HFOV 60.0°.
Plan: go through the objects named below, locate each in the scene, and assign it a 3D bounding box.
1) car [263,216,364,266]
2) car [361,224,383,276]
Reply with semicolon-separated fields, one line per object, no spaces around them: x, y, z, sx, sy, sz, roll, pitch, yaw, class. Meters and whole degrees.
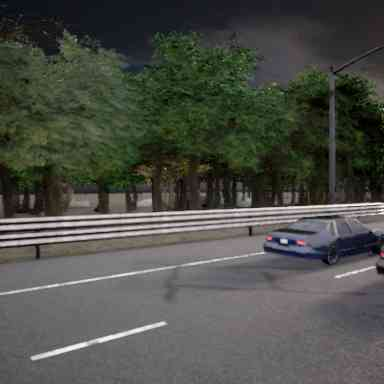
4.832;1.531;11.508;5.357;1.411;2.033;0;0;-35;car
6.865;1.532;8.657;5.357;1.411;2.033;0;0;-35;car
